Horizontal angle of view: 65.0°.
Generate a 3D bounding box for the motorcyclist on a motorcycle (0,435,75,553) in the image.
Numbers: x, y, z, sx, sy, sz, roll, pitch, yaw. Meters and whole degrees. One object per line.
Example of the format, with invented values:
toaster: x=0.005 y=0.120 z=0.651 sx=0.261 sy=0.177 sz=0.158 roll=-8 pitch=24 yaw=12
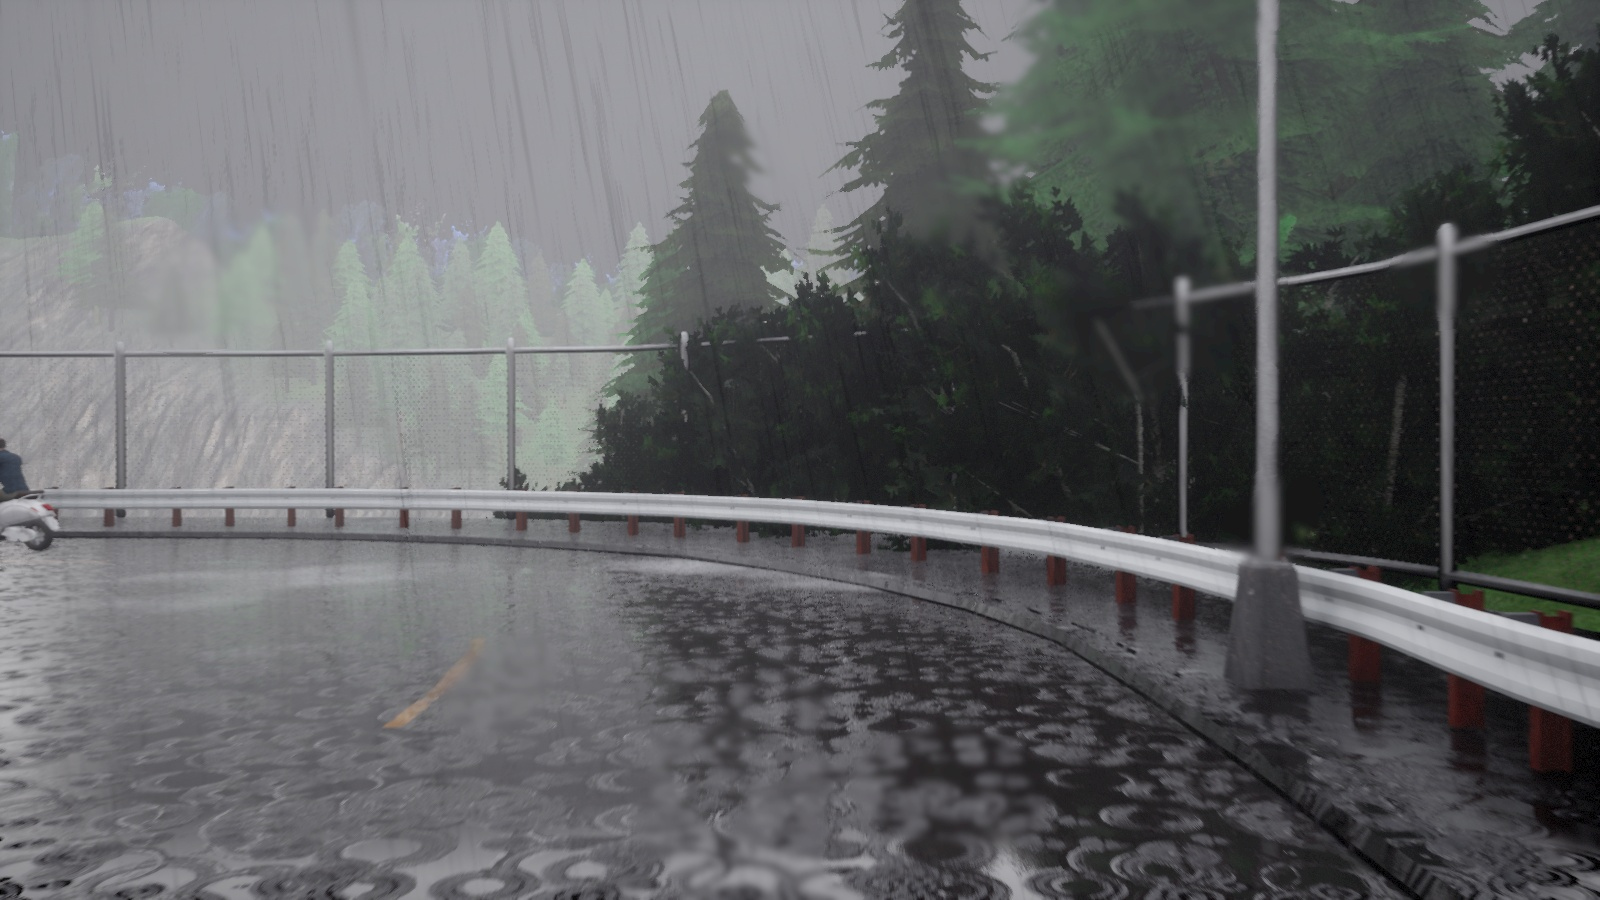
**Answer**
motorcyclist on a motorcycle: x=-11.199 y=0.593 z=17.418 sx=1.817 sy=1.590 sz=0.866 roll=0 pitch=0 yaw=6
